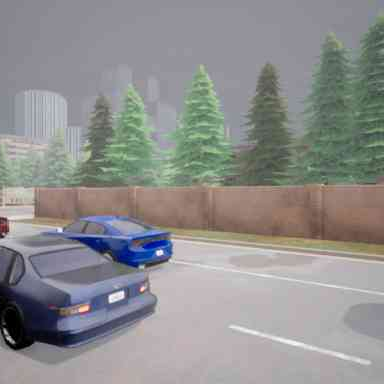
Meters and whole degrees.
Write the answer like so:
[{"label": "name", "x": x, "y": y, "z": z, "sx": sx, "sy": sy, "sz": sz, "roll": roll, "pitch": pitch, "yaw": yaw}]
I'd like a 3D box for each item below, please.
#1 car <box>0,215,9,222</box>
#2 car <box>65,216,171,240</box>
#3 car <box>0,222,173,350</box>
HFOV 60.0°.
[{"label": "car", "x": -10.708, "y": 1.470, "z": 15.926, "sx": 5.008, "sy": 1.535, "sz": 1.882, "roll": 0, "pitch": 0, "yaw": 35}, {"label": "car", "x": -2.880, "y": 1.474, "z": 10.345, "sx": 5.008, "sy": 1.535, "sz": 1.882, "roll": 0, "pitch": 0, "yaw": 35}, {"label": "car", "x": -3.126, "y": 1.545, "z": 6.214, "sx": 5.357, "sy": 1.411, "sz": 2.033, "roll": 0, "pitch": 0, "yaw": 35}]
